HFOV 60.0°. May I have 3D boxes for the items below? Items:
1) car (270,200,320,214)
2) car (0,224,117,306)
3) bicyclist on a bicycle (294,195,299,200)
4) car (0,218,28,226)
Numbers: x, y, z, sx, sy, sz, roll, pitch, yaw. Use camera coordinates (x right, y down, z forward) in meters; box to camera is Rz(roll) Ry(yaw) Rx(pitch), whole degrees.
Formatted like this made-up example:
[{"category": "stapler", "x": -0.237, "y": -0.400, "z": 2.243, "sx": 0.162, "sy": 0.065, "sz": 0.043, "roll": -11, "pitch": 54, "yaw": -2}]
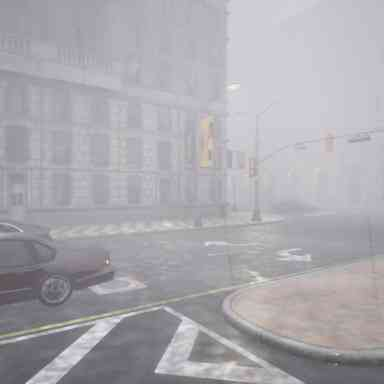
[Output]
[{"category": "car", "x": 10.926, "y": 1.547, "z": 35.743, "sx": 2.033, "sy": 1.411, "sz": 5.357, "roll": 0, "pitch": 0, "yaw": -35}, {"category": "car", "x": -4.260, "y": 1.547, "z": 6.498, "sx": 5.357, "sy": 1.411, "sz": 2.033, "roll": 0, "pitch": 0, "yaw": -34}, {"category": "bicyclist on a bicycle", "x": 17.958, "y": 1.300, "z": 57.135, "sx": 1.656, "sy": 1.620, "sz": 0.582, "roll": 0, "pitch": 0, "yaw": -35}, {"category": "car", "x": -6.449, "y": 1.492, "z": 9.282, "sx": 4.902, "sy": 1.511, "sz": 2.128, "roll": 0, "pitch": 0, "yaw": -37}]
